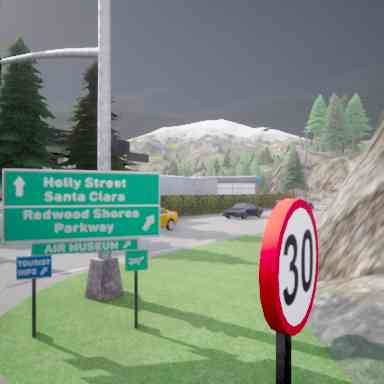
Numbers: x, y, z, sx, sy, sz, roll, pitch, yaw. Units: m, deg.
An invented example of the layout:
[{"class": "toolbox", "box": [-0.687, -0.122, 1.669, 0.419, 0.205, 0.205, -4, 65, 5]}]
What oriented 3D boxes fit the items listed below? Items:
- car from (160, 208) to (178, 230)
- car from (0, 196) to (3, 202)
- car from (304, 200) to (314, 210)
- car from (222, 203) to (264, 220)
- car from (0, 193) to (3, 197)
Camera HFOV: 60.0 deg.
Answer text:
[{"class": "car", "box": [-2.912, 1.667, 20.479, 1.882, 1.535, 5.008, 0, 0, 36]}, {"class": "car", "box": [-12.368, 1.500, 26.054, 1.905, 1.878, 3.866, 0, 0, 35]}, {"class": "car", "box": [14.866, 1.737, 44.790, 2.033, 1.411, 5.357, 0, 0, 36]}, {"class": "car", "box": [4.910, 1.737, 31.232, 2.033, 1.411, 5.357, 0, 0, 36]}, {"class": "car", "box": [-38.568, 1.478, 69.998, 4.514, 1.523, 2.007, 0, 0, 35]}]
